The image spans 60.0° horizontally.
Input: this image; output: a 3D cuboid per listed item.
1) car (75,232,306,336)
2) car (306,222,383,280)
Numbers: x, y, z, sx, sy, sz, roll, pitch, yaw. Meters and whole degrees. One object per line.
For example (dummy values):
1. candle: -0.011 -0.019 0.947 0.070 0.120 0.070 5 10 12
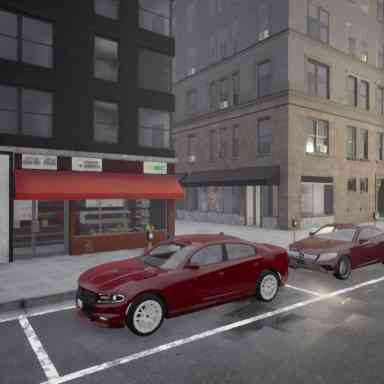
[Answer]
1. car: 0.022 1.545 6.662 4.507 1.381 1.887 0 0 -35
2. car: 4.541 1.577 9.884 4.206 1.307 1.802 0 0 -35
